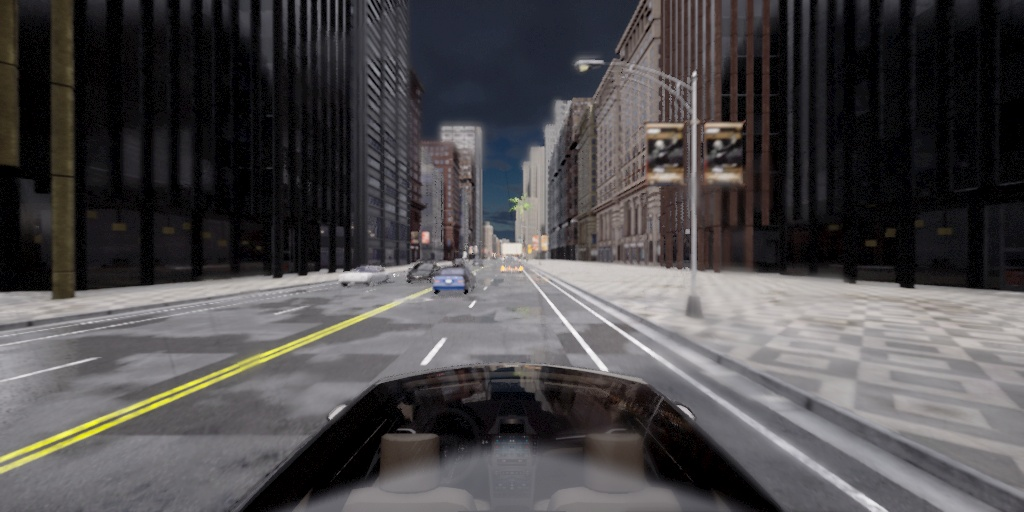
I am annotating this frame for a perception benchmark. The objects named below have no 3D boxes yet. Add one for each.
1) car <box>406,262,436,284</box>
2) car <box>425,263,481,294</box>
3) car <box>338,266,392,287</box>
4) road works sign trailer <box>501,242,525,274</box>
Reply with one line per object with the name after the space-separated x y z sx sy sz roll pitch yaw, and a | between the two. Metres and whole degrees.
-6.597 1.246 27.311 1.837 1.490 4.892 0 0 0 | car
-3.151 1.290 20.310 2.033 1.411 5.357 0 0 0 | car
-9.850 1.343 24.375 1.895 1.301 4.718 0 0 0 | car
-0.002 0.206 41.216 2.380 3.560 2.880 0 0 0 | road works sign trailer
